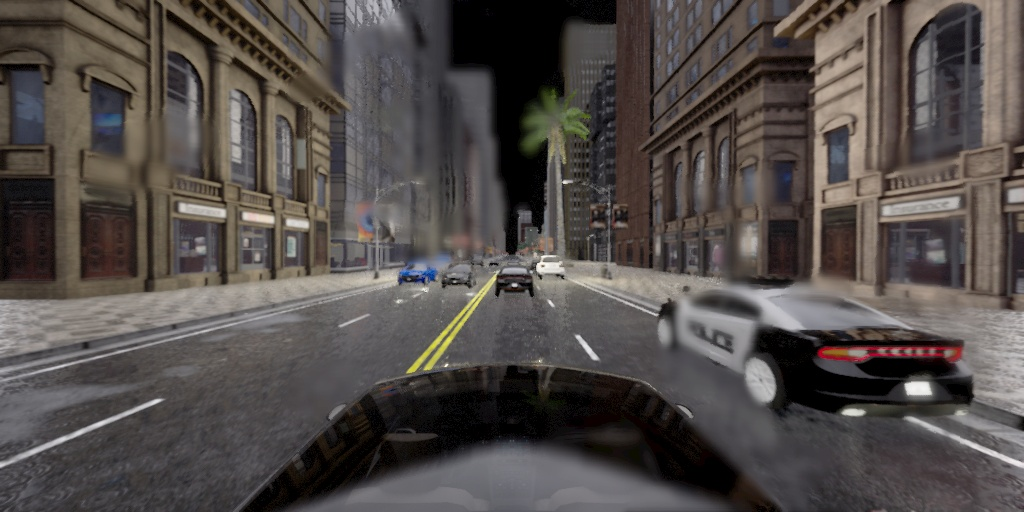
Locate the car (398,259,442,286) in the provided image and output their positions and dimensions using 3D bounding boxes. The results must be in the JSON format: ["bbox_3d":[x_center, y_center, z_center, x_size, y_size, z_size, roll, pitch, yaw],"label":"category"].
[{"bbox_3d":[-6.561,1.215,25.426,1.882,1.535,5.008,0,0,0],"label":"car"}]

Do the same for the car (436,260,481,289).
[{"bbox_3d":[-3.316,1.246,23.166,1.837,1.490,4.892,0,0,0],"label":"car"}]

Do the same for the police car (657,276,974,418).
[{"bbox_3d":[4.230,1.179,6.309,1.930,1.638,5.238,0,0,0],"label":"police car"}]

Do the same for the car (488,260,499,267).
[{"bbox_3d":[-3.176,1.330,64.473,1.895,1.301,4.718,0,0,1],"label":"car"}]

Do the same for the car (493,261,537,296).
[{"bbox_3d":[0.126,1.224,19.365,1.882,1.535,5.008,0,0,0],"label":"car"}]

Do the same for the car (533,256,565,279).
[{"bbox_3d":[3.349,0.970,32.068,2.150,2.045,5.566,0,1,1],"label":"car"}]
